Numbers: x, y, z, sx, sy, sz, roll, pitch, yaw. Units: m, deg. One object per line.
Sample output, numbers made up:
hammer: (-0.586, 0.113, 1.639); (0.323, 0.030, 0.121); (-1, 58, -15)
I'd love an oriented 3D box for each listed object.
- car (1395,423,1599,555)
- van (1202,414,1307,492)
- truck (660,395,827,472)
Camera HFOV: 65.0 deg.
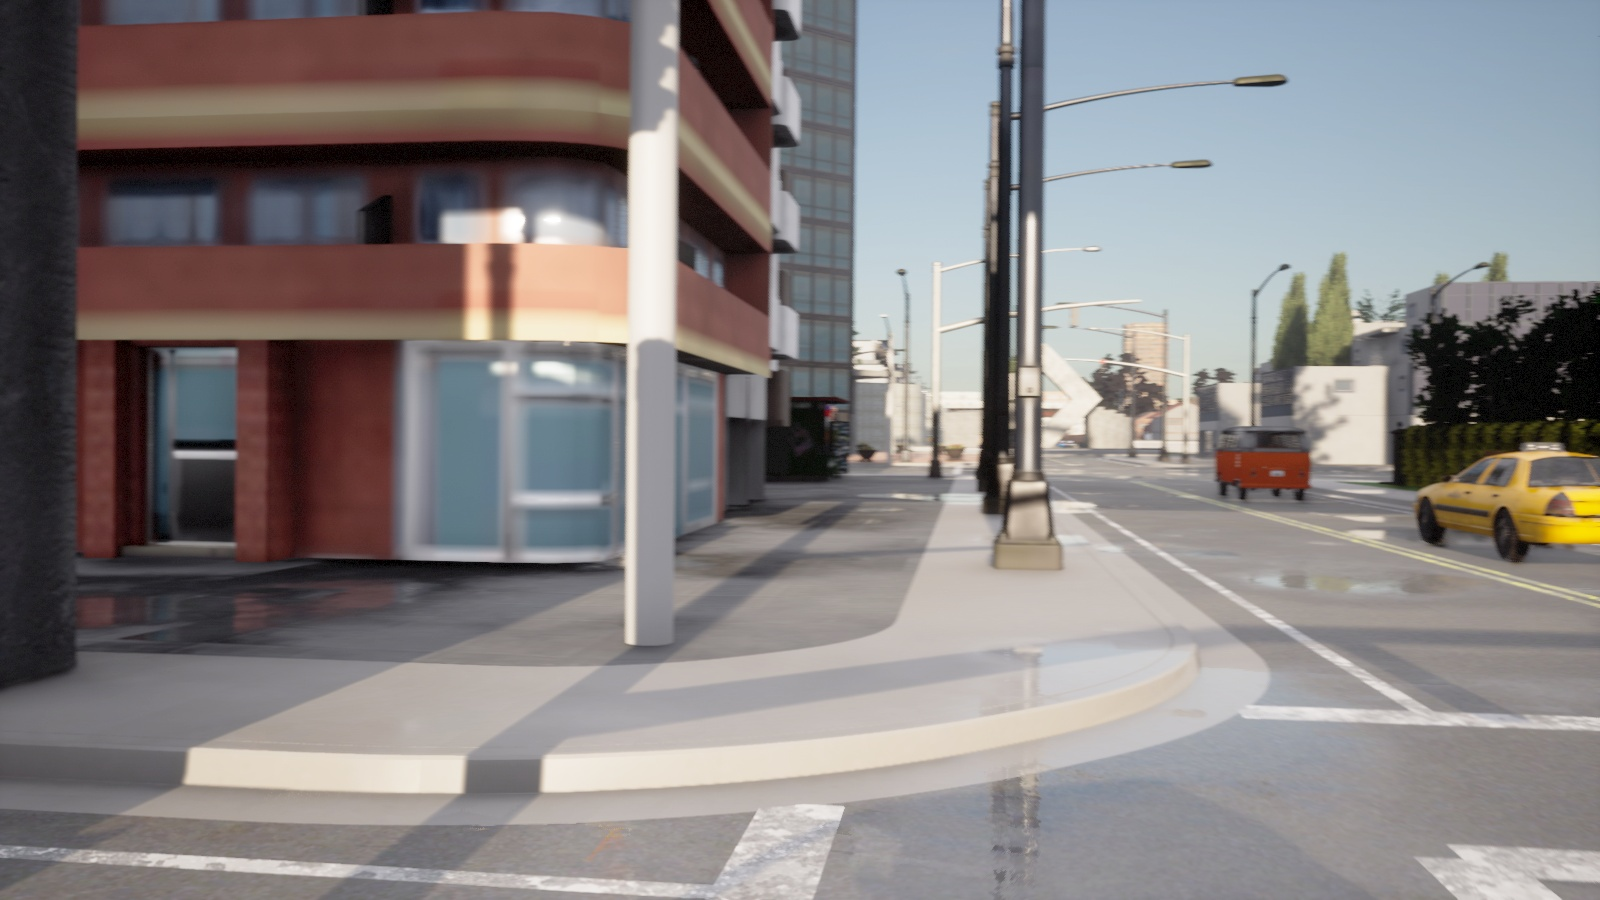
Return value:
car: (10.222, 0.435, 17.623); (1.801, 1.575, 5.366); (-1, 1, 7)
van: (12.423, 0.049, 34.577); (1.775, 1.987, 4.442); (-1, 1, 7)
truck: (-2.968, -0.867, 67.376); (8.468, 3.827, 2.891); (-1, 0, 7)
